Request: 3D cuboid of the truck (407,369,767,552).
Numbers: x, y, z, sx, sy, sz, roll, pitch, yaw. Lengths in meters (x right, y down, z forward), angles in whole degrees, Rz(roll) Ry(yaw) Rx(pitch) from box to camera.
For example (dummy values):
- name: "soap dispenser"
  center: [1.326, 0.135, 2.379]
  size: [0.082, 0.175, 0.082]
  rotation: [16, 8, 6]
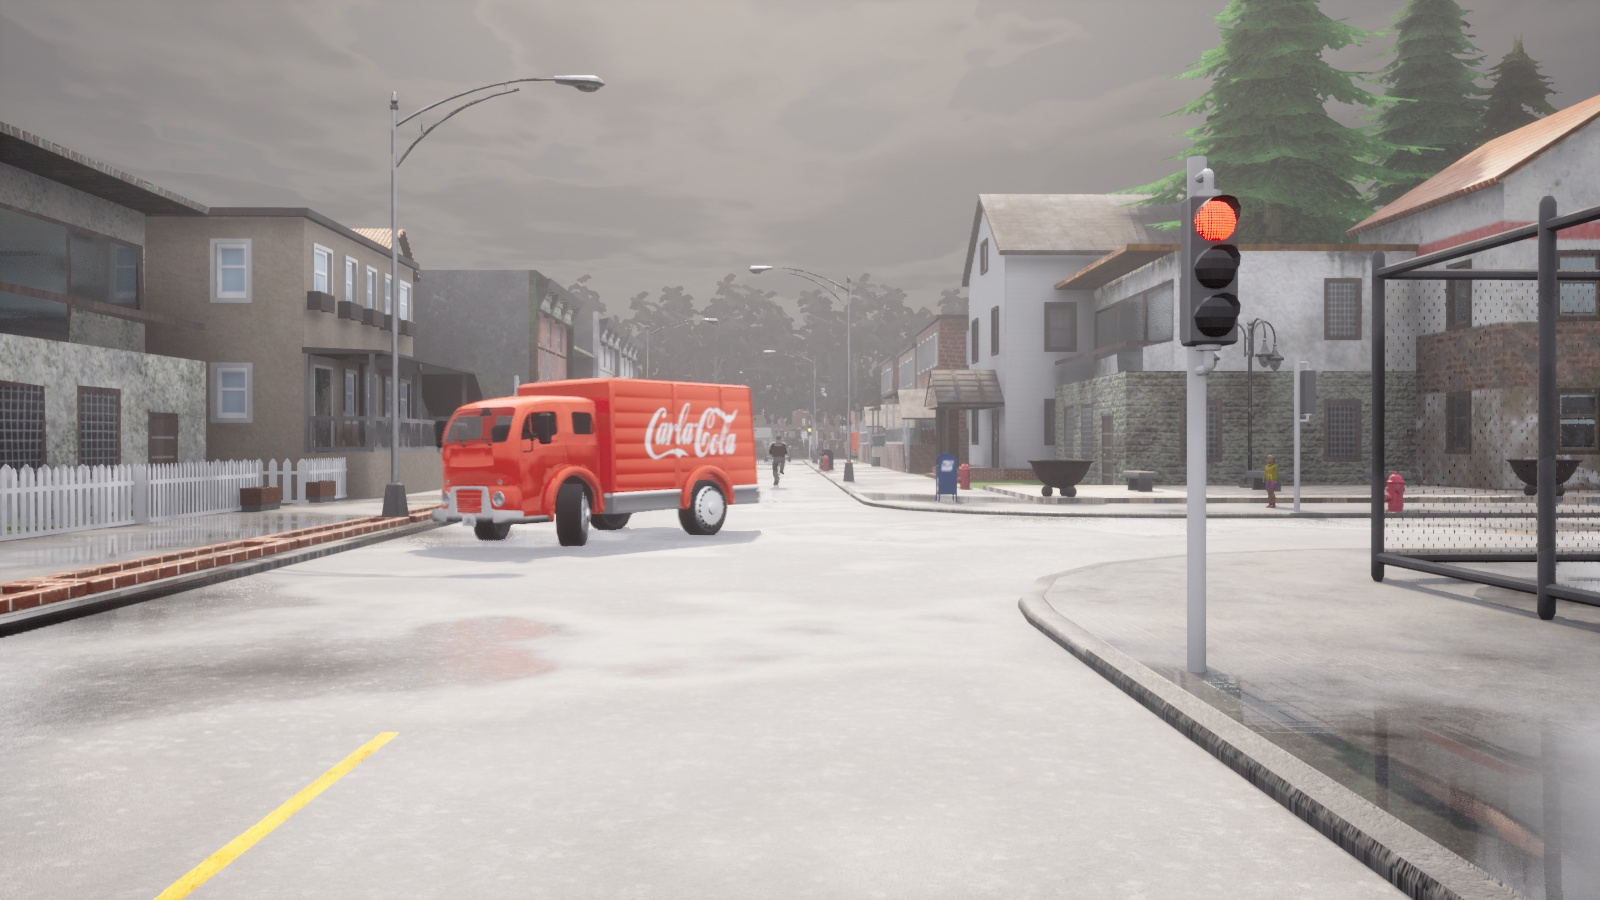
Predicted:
- name: "truck"
  center: [-3.168, 0.140, 19.817]
  size: [2.627, 2.467, 5.204]
  rotation: [-1, 0, 36]

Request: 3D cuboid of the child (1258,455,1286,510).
- name: "child"
  center: [10.032, 0.690, 26.706]
  size: [0.473, 1.160, 0.299]
  rotation: [0, 0, -21]

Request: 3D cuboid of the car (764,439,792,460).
- name: "car"
  center: [-1.749, -0.037, 99.362]
  size: [2.152, 1.651, 5.027]
  rotation: [0, 0, -1]
